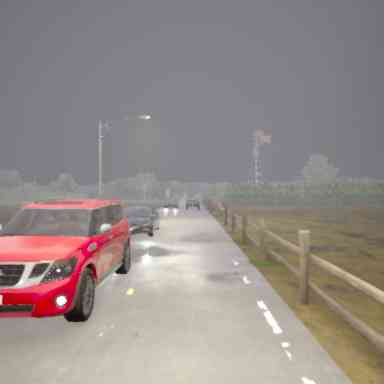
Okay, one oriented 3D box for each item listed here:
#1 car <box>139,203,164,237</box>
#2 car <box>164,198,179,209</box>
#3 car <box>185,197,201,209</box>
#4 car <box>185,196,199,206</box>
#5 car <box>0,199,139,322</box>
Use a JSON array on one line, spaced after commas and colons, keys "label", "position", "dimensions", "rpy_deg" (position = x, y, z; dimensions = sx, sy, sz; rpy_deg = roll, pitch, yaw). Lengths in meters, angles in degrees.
[{"label": "car", "position": [-2.800, 1.460, 17.969], "dimensions": [1.837, 1.490, 4.892], "rpy_deg": [0, 0, 0]}, {"label": "car", "position": [-2.778, 1.543, 44.658], "dimensions": [1.994, 1.385, 4.181], "rpy_deg": [0, 0, 1]}, {"label": "car", "position": [0.106, 1.482, 44.059], "dimensions": [1.837, 1.490, 4.892], "rpy_deg": [0, 0, 0]}, {"label": "car", "position": [0.007, 1.526, 56.408], "dimensions": [2.128, 1.511, 4.902], "rpy_deg": [0, 0, 0]}, {"label": "car", "position": [-2.841, 1.202, 7.574], "dimensions": [2.150, 2.045, 5.566], "rpy_deg": [0, 0, 1]}]
